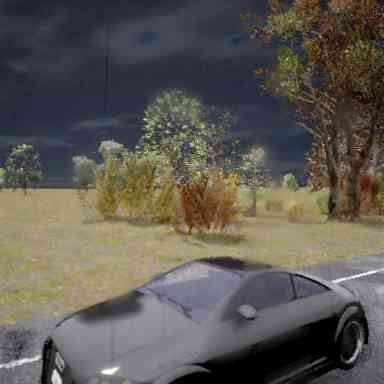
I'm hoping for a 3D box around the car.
[{"bbox_3d":[0.379,1.588,4.232,4.181,1.385,1.994,1,0,-35],"label":"car"}]
